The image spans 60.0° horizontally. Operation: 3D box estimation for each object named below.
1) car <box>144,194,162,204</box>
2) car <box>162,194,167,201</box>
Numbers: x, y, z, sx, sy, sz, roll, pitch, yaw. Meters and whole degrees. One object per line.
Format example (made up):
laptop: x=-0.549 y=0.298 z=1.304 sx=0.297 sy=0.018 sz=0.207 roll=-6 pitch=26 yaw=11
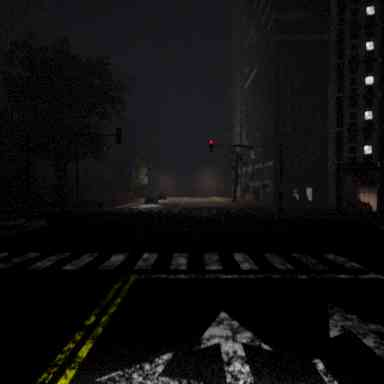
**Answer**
car: x=-6.475 y=1.287 z=53.405 sx=1.895 sy=1.301 sz=4.718 roll=0 pitch=0 yaw=0
car: x=-6.468 y=1.143 z=70.631 sx=1.994 sy=1.385 sz=4.181 roll=0 pitch=0 yaw=0
